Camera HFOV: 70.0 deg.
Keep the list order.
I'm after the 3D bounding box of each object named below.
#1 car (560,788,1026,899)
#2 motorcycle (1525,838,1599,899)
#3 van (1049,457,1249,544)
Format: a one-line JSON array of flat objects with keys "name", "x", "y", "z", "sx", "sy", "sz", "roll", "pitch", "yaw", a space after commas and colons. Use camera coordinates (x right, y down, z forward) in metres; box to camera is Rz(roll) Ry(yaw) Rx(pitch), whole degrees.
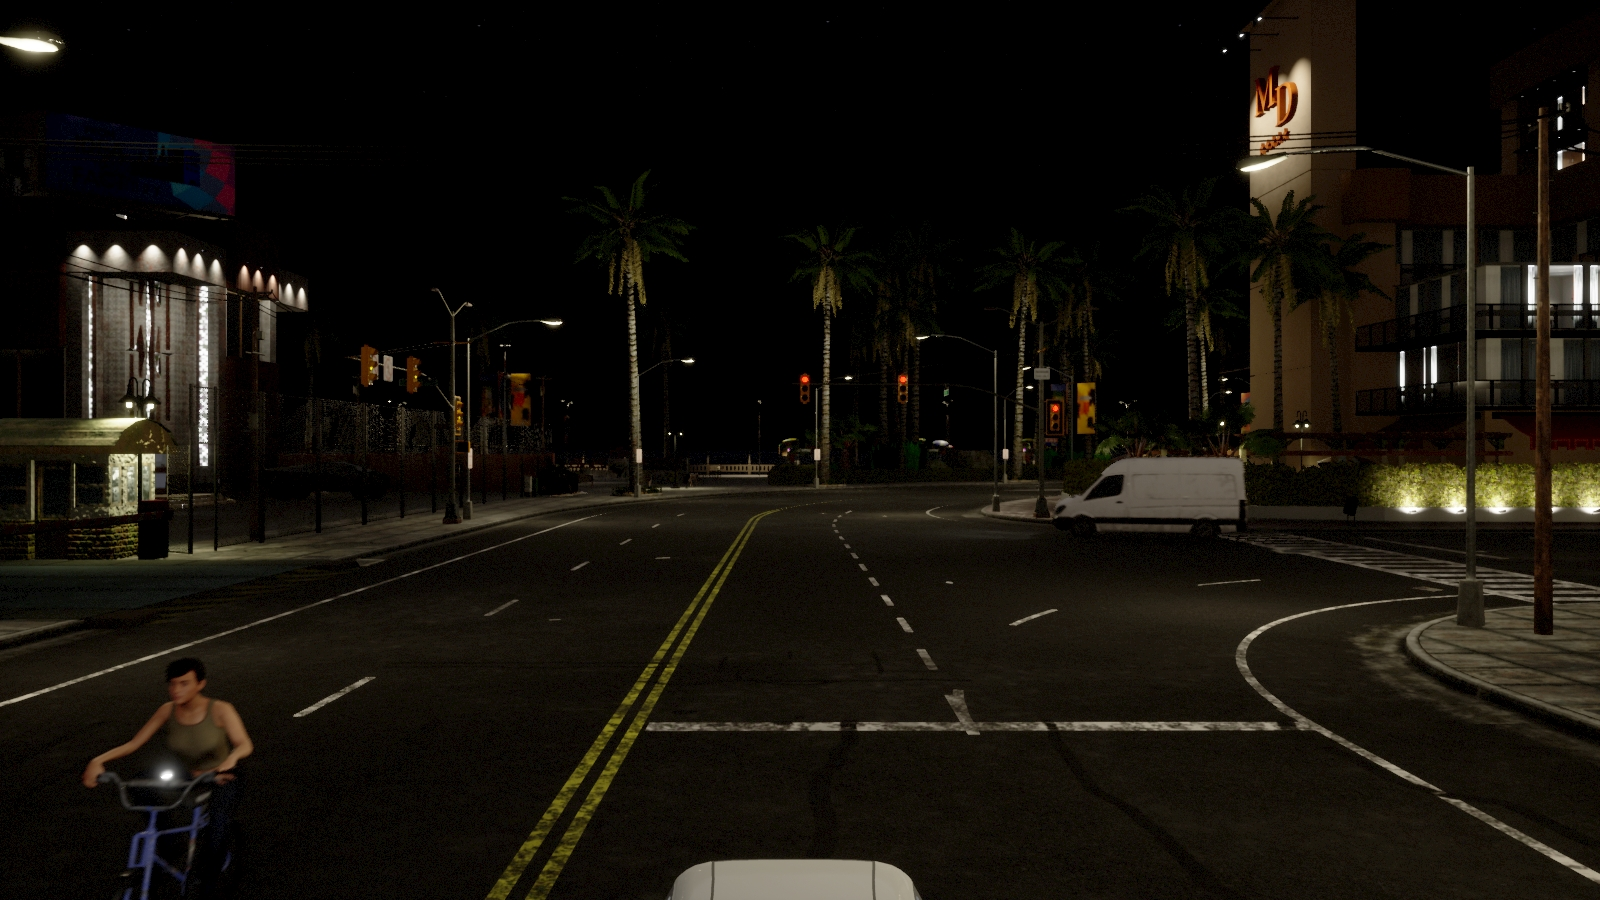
[{"name": "car", "x": -0.022, "y": 2.120, "z": 3.707, "sx": 1.481, "sy": 1.376, "sz": 2.207, "roll": 0, "pitch": 0, "yaw": 0}, {"name": "motorcycle", "x": 3.471, "y": 2.213, "z": 3.817, "sx": 0.803, "sy": 1.145, "sz": 2.033, "roll": 0, "pitch": 0, "yaw": 0}, {"name": "van", "x": 11.060, "y": 1.534, "z": 36.311, "sx": 5.915, "sy": 2.561, "sz": 1.988, "roll": 0, "pitch": 1, "yaw": 21}]
